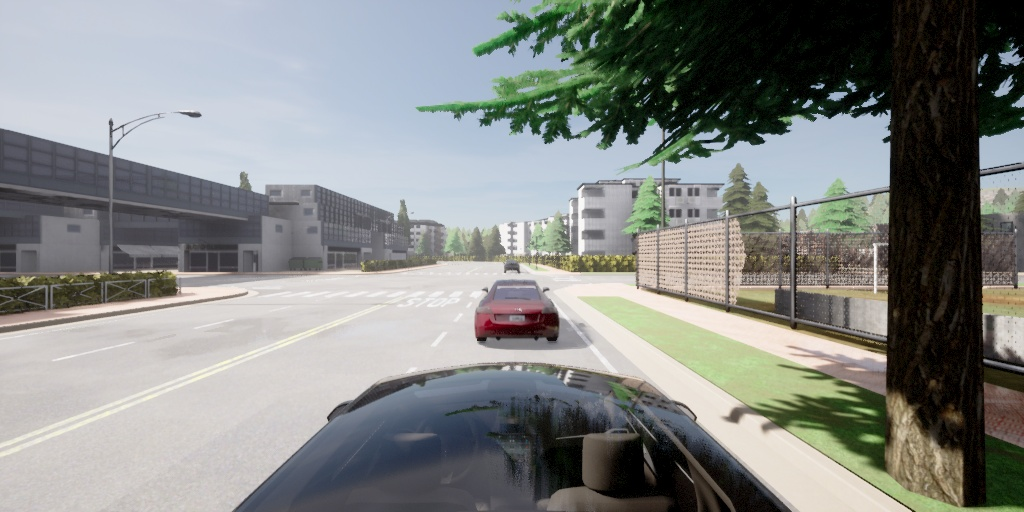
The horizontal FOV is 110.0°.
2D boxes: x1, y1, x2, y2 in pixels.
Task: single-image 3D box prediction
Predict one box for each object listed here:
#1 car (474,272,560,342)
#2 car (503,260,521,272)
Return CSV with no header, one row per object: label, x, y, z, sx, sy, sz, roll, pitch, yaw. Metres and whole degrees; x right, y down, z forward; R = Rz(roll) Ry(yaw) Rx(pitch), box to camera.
car,0.104,1.314,9.769,1.994,1.385,4.181,0,0,0
car,-0.012,1.253,43.833,1.837,1.490,4.892,0,0,0
